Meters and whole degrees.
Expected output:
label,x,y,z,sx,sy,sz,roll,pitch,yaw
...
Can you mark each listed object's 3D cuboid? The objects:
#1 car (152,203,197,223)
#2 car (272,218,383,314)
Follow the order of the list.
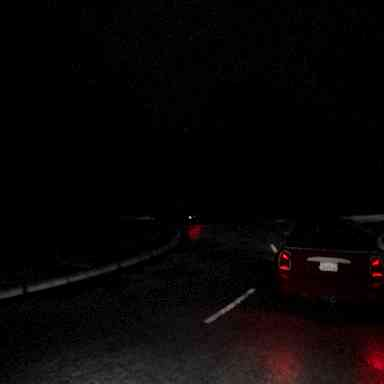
label,x,y,z,sx,sy,sz,roll,pitch,yaw
car,-1.538,1.676,27.566,1.837,1.490,4.892,2,-1,-35
car,3.259,1.394,8.050,2.097,1.767,4.553,0,0,21
